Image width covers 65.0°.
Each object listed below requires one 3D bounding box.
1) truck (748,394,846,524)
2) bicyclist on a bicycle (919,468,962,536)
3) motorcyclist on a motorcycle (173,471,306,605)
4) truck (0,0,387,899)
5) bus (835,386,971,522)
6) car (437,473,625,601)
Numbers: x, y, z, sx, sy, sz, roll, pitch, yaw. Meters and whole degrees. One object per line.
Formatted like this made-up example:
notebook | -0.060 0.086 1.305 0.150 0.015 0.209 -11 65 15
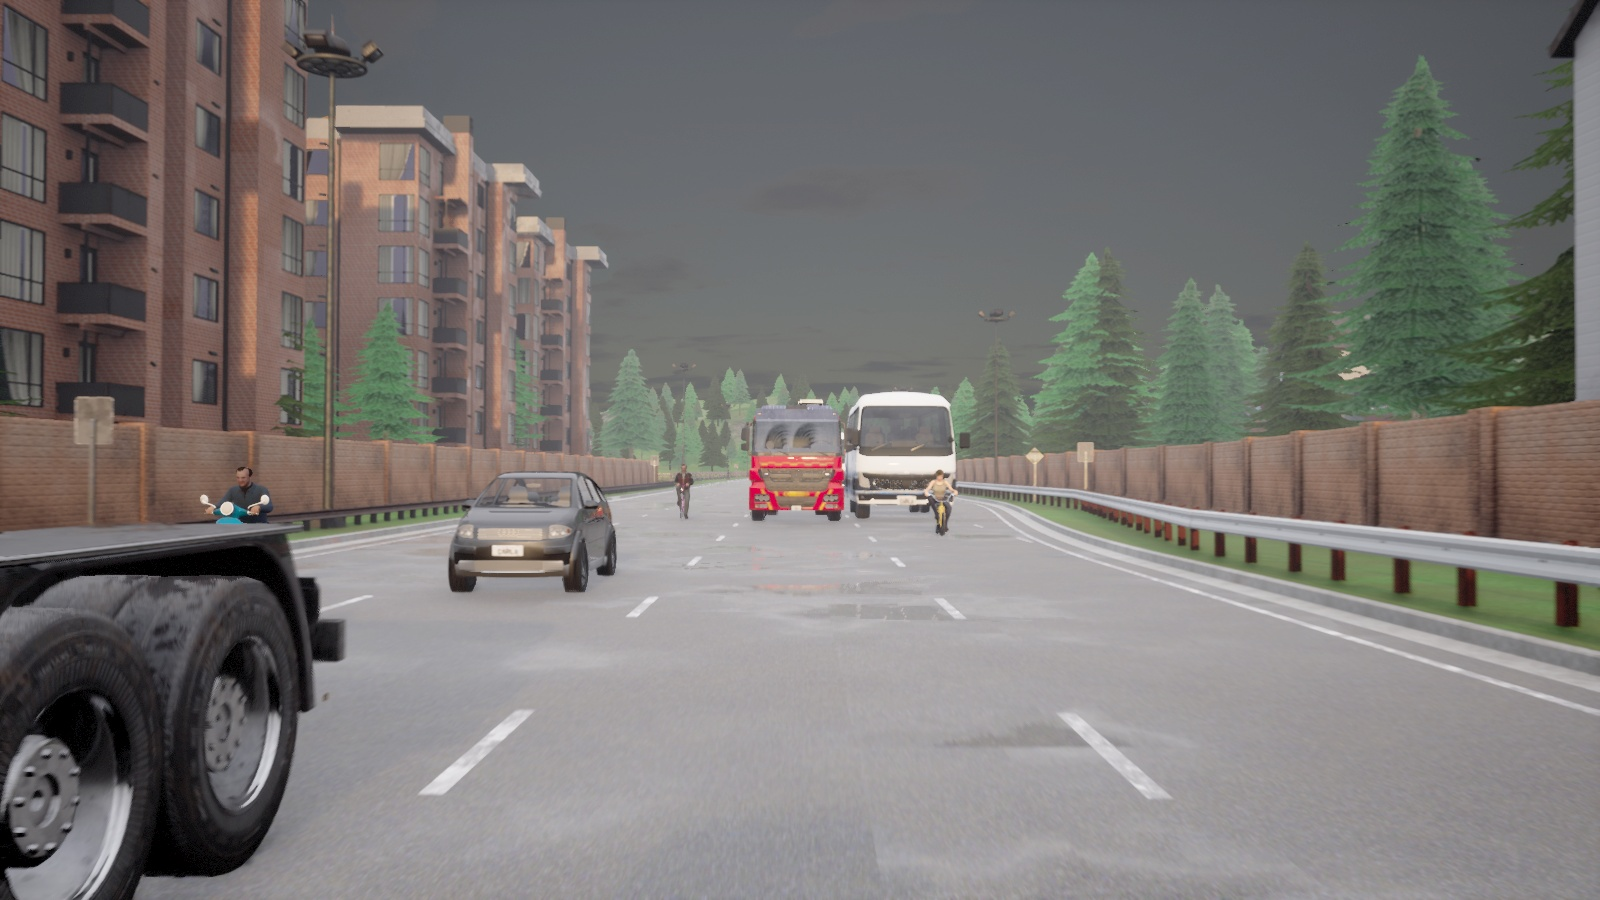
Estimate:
truck | -0.105 0.341 41.294 2.891 3.827 8.468 0 -1 0
bicyclist on a bicycle | 3.425 1.250 30.661 0.866 1.612 1.509 0 -1 0
motorcyclist on a motorcycle | -7.039 1.062 15.885 0.866 1.590 1.817 0 -1 0
truck | -3.510 -0.114 2.324 2.891 3.462 7.936 0 -1 0
bus | 3.388 0.170 44.594 3.944 4.253 10.273 0 -1 0
car | -3.542 1.094 17.178 1.789 1.549 3.705 0 -1 0
